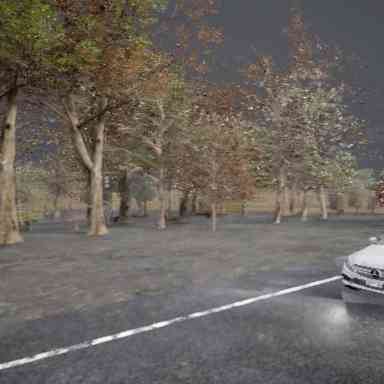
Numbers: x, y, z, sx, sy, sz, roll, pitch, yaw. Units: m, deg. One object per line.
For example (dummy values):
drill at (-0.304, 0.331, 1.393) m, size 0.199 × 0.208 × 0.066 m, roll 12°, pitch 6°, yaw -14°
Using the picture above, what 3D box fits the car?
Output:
car at (5.484, 1.536, 7.905) m, size 4.674 × 1.442 × 1.812 m, roll 0°, pitch 0°, yaw -35°
